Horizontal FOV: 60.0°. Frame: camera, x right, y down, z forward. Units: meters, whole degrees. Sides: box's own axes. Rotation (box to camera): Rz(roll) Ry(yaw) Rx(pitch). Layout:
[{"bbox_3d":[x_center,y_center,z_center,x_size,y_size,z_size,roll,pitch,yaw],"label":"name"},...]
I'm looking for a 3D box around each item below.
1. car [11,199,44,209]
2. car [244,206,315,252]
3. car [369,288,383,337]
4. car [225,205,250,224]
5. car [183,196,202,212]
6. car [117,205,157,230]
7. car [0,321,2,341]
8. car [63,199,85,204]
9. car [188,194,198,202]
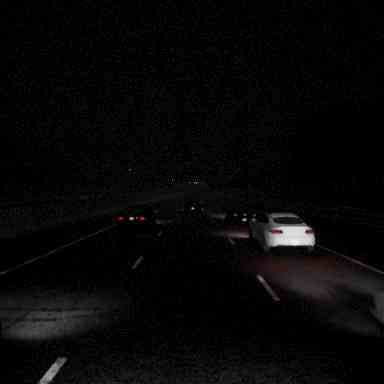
[{"bbox_3d":[-20.951,1.546,42.723,2.033,1.411,5.357,0,0,1],"label":"car"},{"bbox_3d":[3.533,1.513,13.696,1.812,1.442,4.674,0,0,0],"label":"car"},{"bbox_3d":[3.507,1.597,2.723,1.895,1.301,4.718,0,0,0],"label":"car"},{"bbox_3d":[3.559,1.587,24.728,1.895,1.301,4.718,0,0,0],"label":"car"},{"bbox_3d":[0.080,1.497,37.825,1.837,1.490,4.892,0,0,0],"label":"car"},{"bbox_3d":[-3.349,1.534,20.984,2.033,1.411,5.357,0,0,0],"label":"car"},{"bbox_3d":[-3.394,1.523,2.402,1.812,1.442,4.674,0,0,0],"label":"car"},{"bbox_3d":[-13.979,1.543,39.587,2.033,1.411,5.357,0,0,0],"label":"car"},{"bbox_3d":[0.175,1.361,73.811,2.097,1.767,4.553,0,0,0],"label":"car"}]
